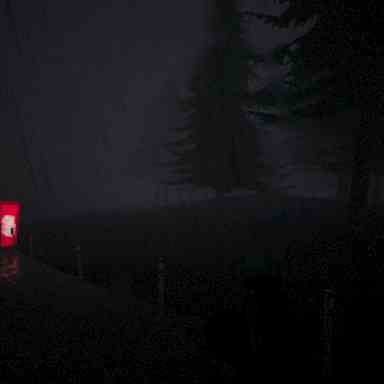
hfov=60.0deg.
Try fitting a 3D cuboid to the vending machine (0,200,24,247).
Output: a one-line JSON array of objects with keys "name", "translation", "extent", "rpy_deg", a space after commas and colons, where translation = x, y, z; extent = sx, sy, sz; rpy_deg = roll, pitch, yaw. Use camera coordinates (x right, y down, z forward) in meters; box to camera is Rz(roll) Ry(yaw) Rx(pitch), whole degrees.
[{"name": "vending machine", "translation": [-8.826, 1.481, 15.928], "extent": [1.100, 2.100, 0.880], "rpy_deg": [7, 0, -34]}]
